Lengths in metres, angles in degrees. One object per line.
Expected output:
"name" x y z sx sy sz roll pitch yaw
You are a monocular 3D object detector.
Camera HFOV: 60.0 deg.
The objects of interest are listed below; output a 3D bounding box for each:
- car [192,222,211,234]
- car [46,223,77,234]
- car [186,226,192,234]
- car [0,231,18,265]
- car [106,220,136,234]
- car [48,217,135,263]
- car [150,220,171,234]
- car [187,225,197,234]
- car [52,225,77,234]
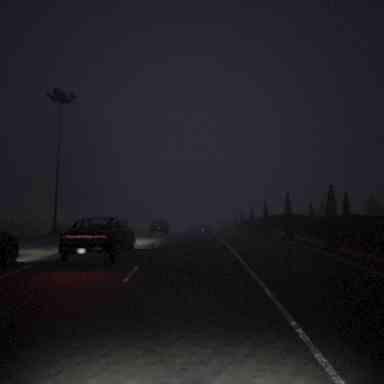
"car" 1.230 4.369 40.376 1.812 1.442 4.674 0 -7 0
"car" -17.565 5.013 45.185 2.033 1.411 5.357 0 -7 0
"car" 0.008 6.755 58.993 1.837 1.490 4.892 0 -7 0
"car" -6.899 1.448 9.380 2.097 1.767 4.553 0 -2 0
"car" -6.896 3.452 32.667 1.895 1.301 4.718 0 -7 0
"car" -3.398 1.696 12.651 2.128 1.511 4.902 0 -2 0
"car" -3.396 3.772 36.038 2.128 1.511 4.902 0 -7 0
"car" 0.010 8.341 73.696 2.097 1.767 4.553 0 -7 -2
"car" -21.035 6.234 55.067 2.128 1.511 4.902 0 -7 1
